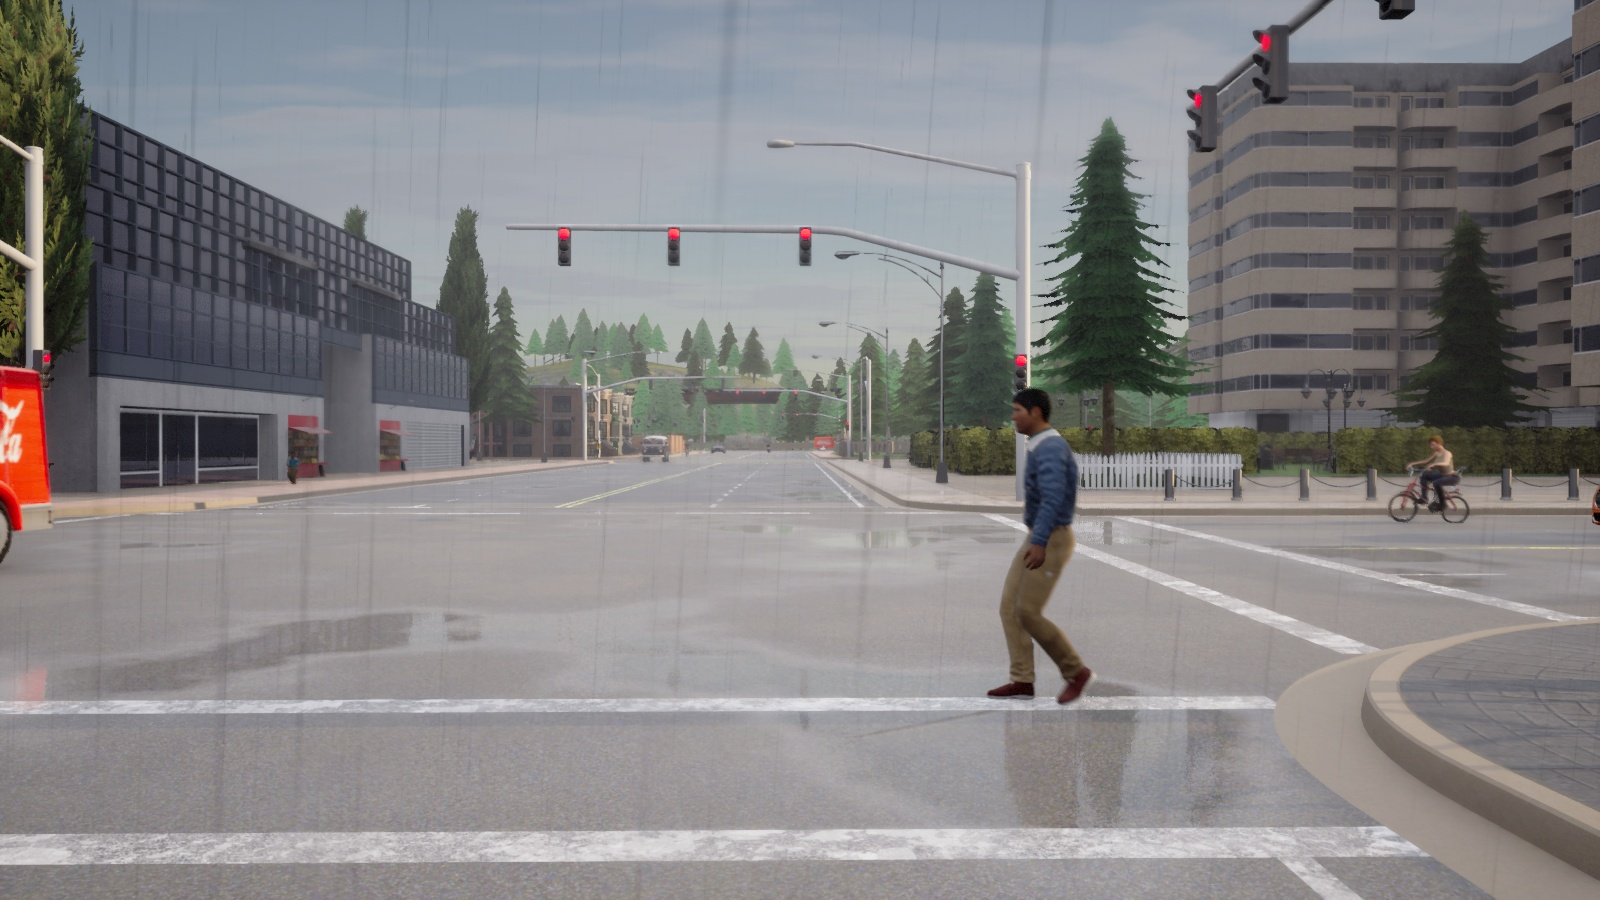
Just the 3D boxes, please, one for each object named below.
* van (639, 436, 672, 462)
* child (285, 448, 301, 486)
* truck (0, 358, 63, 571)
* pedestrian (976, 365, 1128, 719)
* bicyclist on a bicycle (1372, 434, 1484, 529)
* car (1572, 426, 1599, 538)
[{"bbox_3d":[-11.195,-0.088,97.279,2.069,2.038,4.480,0,0,0],"label":"van"},{"bbox_3d":[-16.209,0.545,40.138,0.343,1.192,0.448,0,0,-3],"label":"child"},{"bbox_3d":[-10.566,0.177,13.194,2.627,2.467,5.204,0,0,-1],"label":"truck"},{"bbox_3d":[1.420,0.506,7.146,0.788,1.949,0.423,0,0,2],"label":"pedestrian"},{"bbox_3d":[11.458,0.559,22.946,1.509,1.612,0.866,3,0,0],"label":"bicyclist on a bicycle"},{"bbox_3d":[14.889,0.507,19.479,4.553,1.767,2.097,0,0,0],"label":"car"}]
